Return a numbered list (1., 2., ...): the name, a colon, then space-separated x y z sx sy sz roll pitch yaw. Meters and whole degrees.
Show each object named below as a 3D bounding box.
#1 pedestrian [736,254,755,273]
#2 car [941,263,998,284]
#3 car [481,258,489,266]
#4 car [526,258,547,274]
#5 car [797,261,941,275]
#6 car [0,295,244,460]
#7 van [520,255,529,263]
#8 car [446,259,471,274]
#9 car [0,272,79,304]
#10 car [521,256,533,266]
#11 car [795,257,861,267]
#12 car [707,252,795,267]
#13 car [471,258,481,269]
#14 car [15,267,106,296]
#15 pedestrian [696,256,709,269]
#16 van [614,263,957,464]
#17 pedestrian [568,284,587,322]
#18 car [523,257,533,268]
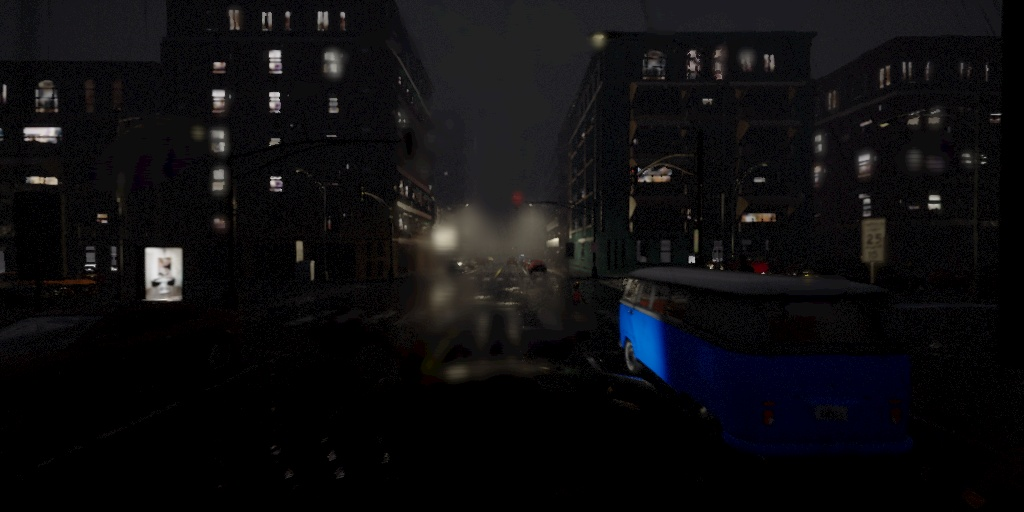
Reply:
1. pedestrian: 6.040 0.851 9.403 0.375 1.860 0.375 0 1 0
2. car: 21.359 0.960 16.081 4.207 1.307 1.802 0 0 0
3. car: -5.714 0.987 64.883 1.888 1.381 4.507 0 0 0
4. car: 2.677 1.152 37.256 1.802 1.307 4.207 0 0 0
5. car: 15.789 1.025 16.040 4.313 1.339 1.948 0 0 0
6. car: -5.693 1.315 4.861 1.802 1.307 4.207 0 0 0
7. van: 2.669 0.809 59.350 1.690 1.789 3.998 0 0 0
8. car: -5.704 1.135 37.265 1.948 1.339 4.313 0 0 0
9. car: -22.398 1.564 15.625 4.403 1.370 2.007 0 0 0
10. car: 2.671 1.038 53.826 1.888 1.381 4.507 0 0 0
11. car: 19.631 0.833 21.850 4.892 1.490 1.837 -1 1 0
12. car: 15.764 0.665 24.419 5.009 1.841 2.192 0 0 0
13. car: -5.708 1.083 48.312 1.948 1.339 4.313 0 0 0
14. car: -24.324 1.484 18.323 5.008 1.535 1.882 -1 1 0
15. pedestrian: 5.331 0.850 10.015 0.375 1.860 0.375 0 1 0
16. van: 2.688 1.074 4.863 1.690 1.789 3.998 0 0 0
17. pedestrian: 1.948 0.998 10.616 0.375 1.860 0.375 0 1 0
18. car: 2.675 1.110 42.780 1.948 1.339 4.313 0 0 0
